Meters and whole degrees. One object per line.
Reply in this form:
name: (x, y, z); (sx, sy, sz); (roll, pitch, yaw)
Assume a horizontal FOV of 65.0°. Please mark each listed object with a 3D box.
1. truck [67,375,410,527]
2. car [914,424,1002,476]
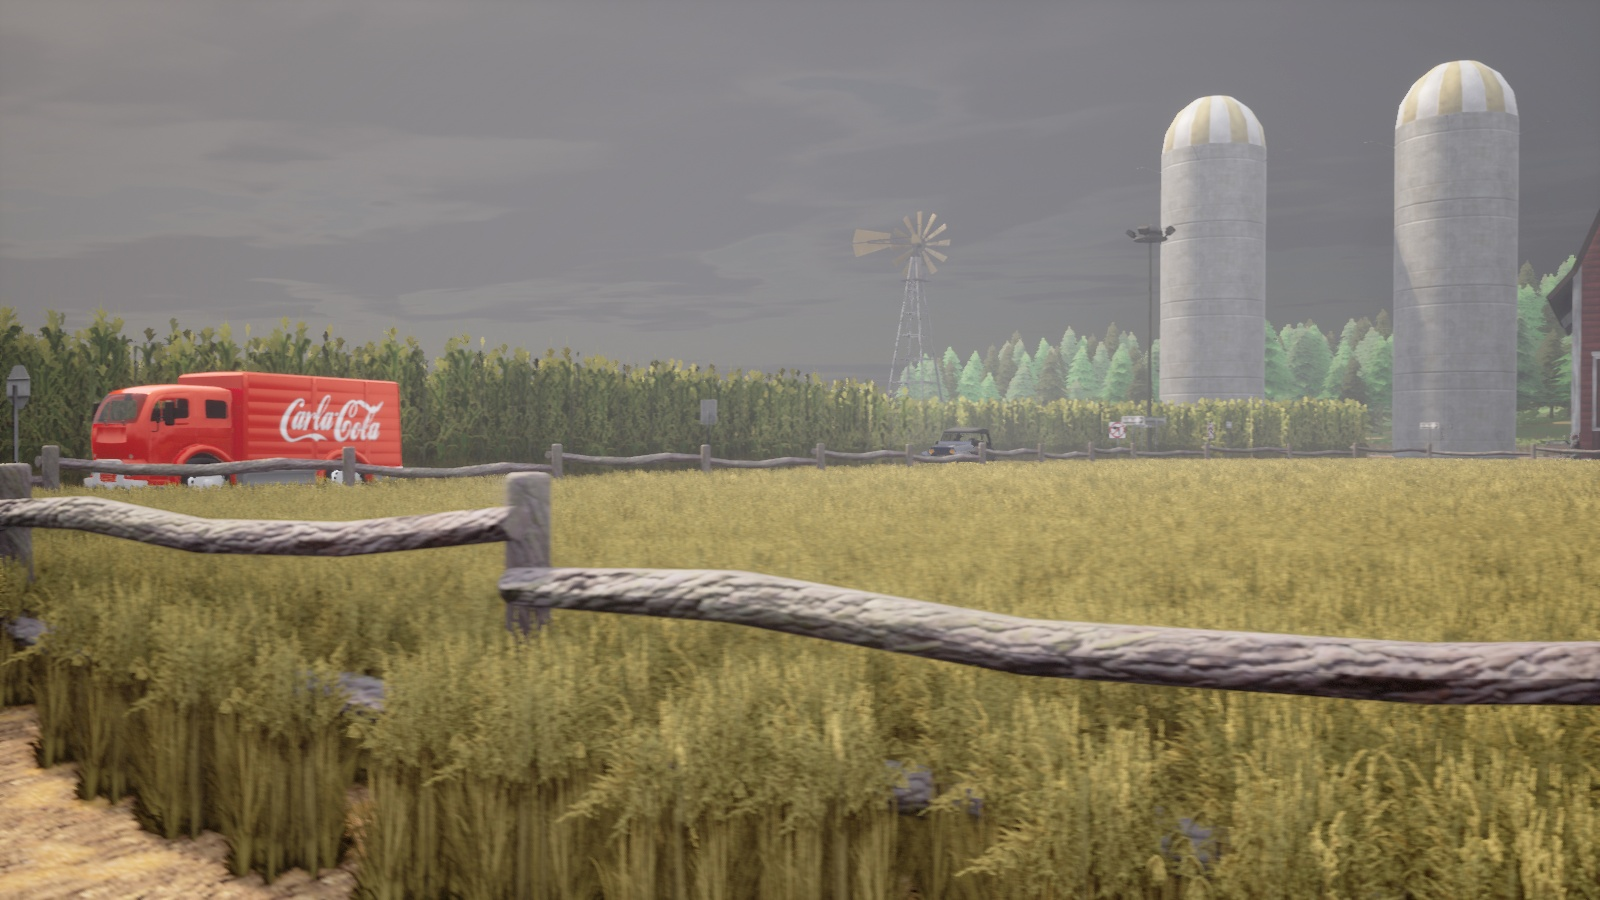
truck: (-10.229, 0.009, 23.319); (2.627, 2.467, 5.204); (0, 0, 34)
car: (6.055, -0.032, 47.659); (1.905, 1.878, 3.866); (0, 1, 31)
